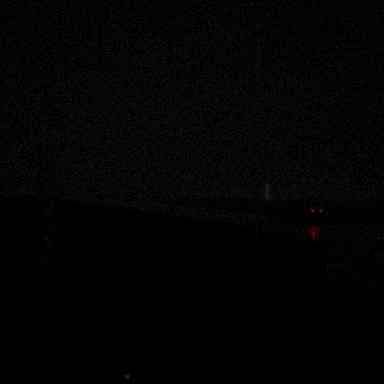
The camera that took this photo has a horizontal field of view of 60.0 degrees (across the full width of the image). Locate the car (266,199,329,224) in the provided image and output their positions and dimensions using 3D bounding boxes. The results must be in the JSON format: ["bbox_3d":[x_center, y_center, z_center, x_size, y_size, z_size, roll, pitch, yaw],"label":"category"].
[{"bbox_3d":[7.719,1.300,24.759,2.097,1.767,4.553,2,0,-35],"label":"car"}]
